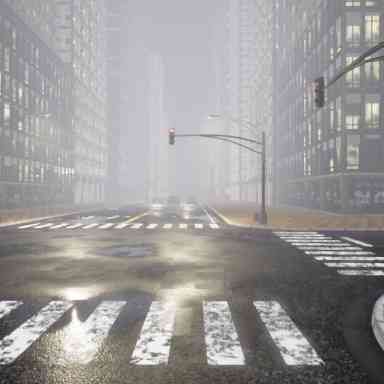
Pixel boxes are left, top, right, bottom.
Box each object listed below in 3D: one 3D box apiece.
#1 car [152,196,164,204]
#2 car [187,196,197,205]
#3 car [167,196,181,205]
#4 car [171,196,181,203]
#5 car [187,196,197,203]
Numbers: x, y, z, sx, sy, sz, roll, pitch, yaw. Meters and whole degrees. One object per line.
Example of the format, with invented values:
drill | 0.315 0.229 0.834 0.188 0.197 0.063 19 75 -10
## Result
car | -6.536 1.608 64.345 2.128 1.511 4.902 0 0 0
car | -0.034 1.703 60.626 1.895 1.301 4.718 0 0 0
car | -3.284 1.453 60.149 2.097 1.767 4.553 0 0 0
car | -3.289 1.565 70.209 1.895 1.301 4.718 0 0 0
car | -0.039 1.541 70.598 1.994 1.385 4.181 0 0 0
